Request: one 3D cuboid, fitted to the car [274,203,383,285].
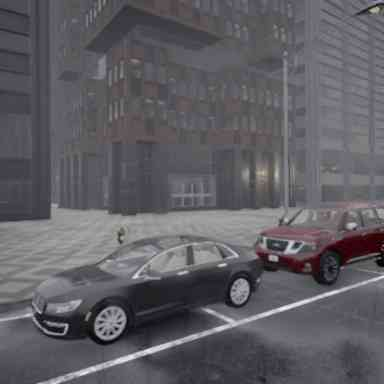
[{"bbox_3d":[4.025,1.274,9.523,5.009,1.841,2.192,0,0,-35],"label":"car"}]

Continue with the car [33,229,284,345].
[{"bbox_3d":[-0.566,1.536,6.248,4.403,1.369,2.008,0,0,-35],"label":"car"}]
